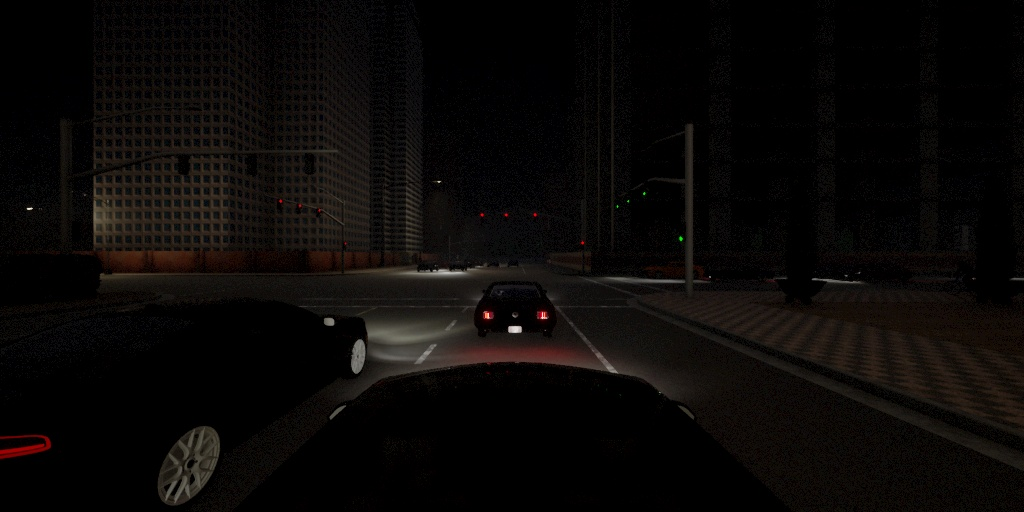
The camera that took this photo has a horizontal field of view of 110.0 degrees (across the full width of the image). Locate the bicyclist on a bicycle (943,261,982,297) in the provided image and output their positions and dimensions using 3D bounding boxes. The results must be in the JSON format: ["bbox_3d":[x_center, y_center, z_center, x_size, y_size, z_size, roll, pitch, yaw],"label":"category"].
[{"bbox_3d":[20.758,1.051,16.429,0.582,1.620,1.656,0,0,0],"label":"bicyclist on a bicycle"}]

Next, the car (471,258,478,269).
[{"bbox_3d":[-7.075,1.255,57.681,1.837,1.490,4.892,0,0,1],"label":"car"}]

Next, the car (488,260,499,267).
[{"bbox_3d":[-3.279,1.351,64.926,1.895,1.301,4.718,0,0,1],"label":"car"}]

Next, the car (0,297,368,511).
[{"bbox_3d":[-3.452,1.228,4.278,1.882,1.535,5.008,0,0,1],"label":"car"}]

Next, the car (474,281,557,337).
[{"bbox_3d":[0.074,1.351,10.227,1.895,1.301,4.718,0,0,0],"label":"car"}]

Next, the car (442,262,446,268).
[{"bbox_3d":[-10.618,1.351,55.457,1.895,1.301,4.718,0,0,1],"label":"car"}]

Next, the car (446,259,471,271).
[{"bbox_3d":[-7.223,1.351,48.465,1.895,1.301,4.718,0,0,1],"label":"car"}]

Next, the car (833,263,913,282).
[{"bbox_3d":[28.783,1.276,28.349,4.674,1.442,1.812,0,0,0],"label":"car"}]

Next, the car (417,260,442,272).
[{"bbox_3d":[-10.755,1.228,46.115,1.882,1.535,5.008,0,0,1],"label":"car"}]

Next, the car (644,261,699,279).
[{"bbox_3d":[14.338,1.228,31.954,5.008,1.535,1.882,0,0,0],"label":"car"}]

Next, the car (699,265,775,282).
[{"bbox_3d":[17.909,1.351,28.430,4.718,1.301,1.895,0,0,0],"label":"car"}]

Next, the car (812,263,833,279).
[{"bbox_3d":[28.938,1.297,31.858,5.357,1.411,2.033,0,0,0],"label":"car"}]
